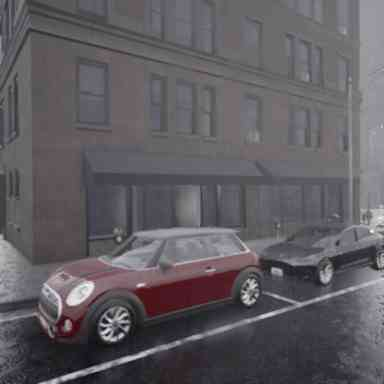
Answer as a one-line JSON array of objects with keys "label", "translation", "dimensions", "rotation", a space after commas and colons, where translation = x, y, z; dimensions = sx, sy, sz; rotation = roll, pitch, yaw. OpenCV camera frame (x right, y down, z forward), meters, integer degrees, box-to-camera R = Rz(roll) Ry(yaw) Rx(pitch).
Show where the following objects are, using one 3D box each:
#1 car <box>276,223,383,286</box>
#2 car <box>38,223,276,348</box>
[{"label": "car", "translation": [3.855, 1.582, 9.413], "dimensions": [4.313, 1.339, 1.947], "rotation": [0, -1, -35]}, {"label": "car", "translation": [-0.627, 1.445, 6.216], "dimensions": [4.097, 1.590, 1.967], "rotation": [0, -1, -35]}]
